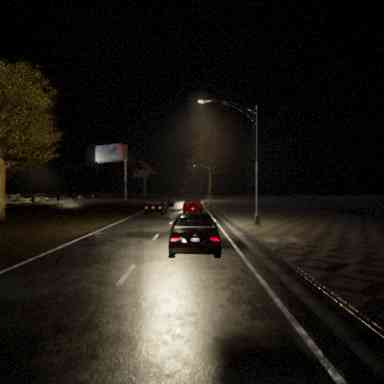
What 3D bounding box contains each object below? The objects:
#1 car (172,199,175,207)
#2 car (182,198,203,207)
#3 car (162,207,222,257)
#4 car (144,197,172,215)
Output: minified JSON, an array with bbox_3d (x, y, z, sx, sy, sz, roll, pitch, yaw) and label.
[{"bbox_3d":[-3.505,1.401,46.589,1.994,1.385,4.181,0,0,0],"label":"car"},{"bbox_3d":[0.073,1.364,32.529,1.882,1.535,5.008,0,0,0],"label":"car"},{"bbox_3d":[0.089,1.503,12.695,2.033,1.411,5.357,0,0,0],"label":"car"},{"bbox_3d":[-3.448,1.435,32.418,2.033,1.411,5.357,0,0,1],"label":"car"}]
